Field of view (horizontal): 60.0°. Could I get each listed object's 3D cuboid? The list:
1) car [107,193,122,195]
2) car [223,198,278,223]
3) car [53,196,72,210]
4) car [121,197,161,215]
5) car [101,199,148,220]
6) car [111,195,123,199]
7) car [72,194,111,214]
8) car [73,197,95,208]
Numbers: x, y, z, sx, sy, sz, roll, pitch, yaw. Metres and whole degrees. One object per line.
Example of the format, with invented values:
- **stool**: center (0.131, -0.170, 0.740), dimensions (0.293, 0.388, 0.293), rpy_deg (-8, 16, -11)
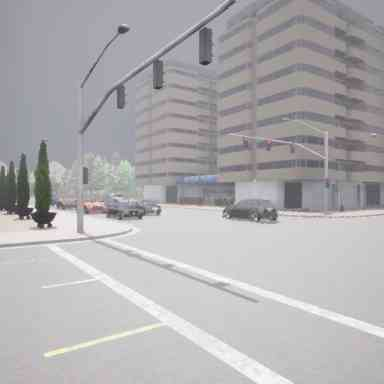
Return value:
- **car**: center (-12.069, 1.221, 49.924), dimensions (2.150, 2.045, 5.566), rpy_deg (0, 0, -35)
- **car**: center (4.480, 1.352, 26.110), dimensions (2.097, 1.767, 4.553), rpy_deg (0, 0, -35)
- **car**: center (-16.384, 1.526, 43.536), dimensions (1.812, 1.442, 4.674), rpy_deg (0, 0, -35)
- **car**: center (-4.811, 1.492, 32.993), dimensions (2.128, 1.511, 4.902), rpy_deg (0, 0, -35)
- **car**: center (-5.788, 1.564, 28.270), dimensions (1.994, 1.385, 4.181), rpy_deg (0, 0, -35)
- **car**: center (-10.056, 1.505, 40.550), dimensions (1.837, 1.490, 4.892), rpy_deg (0, 0, -35)
- **car**: center (-10.744, 1.352, 35.403), dimensions (2.097, 1.767, 4.553), rpy_deg (0, 0, -35)
- **car**: center (-15.943, 1.505, 49.045), dimensions (1.837, 1.490, 4.892), rpy_deg (0, 0, -34)
